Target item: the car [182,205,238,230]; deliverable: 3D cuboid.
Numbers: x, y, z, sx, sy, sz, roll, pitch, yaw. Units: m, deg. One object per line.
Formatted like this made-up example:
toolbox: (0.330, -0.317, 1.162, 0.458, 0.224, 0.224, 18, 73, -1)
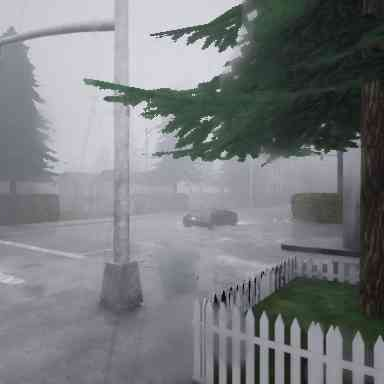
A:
car: (1.233, 1.468, 20.691, 1.994, 1.385, 4.181, 1, 1, 35)
